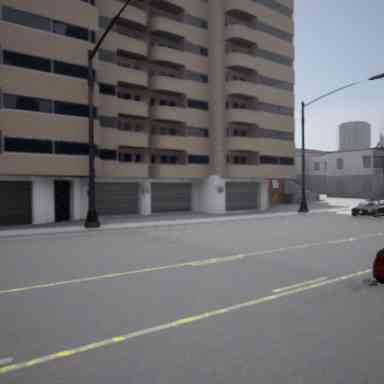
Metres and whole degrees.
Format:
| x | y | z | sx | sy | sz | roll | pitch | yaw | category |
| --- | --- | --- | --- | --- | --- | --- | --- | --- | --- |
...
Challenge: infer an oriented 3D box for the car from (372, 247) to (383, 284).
| x | y | z | sx | sy | sz | roll | pitch | yaw | category |
| --- | --- | --- | --- | --- | --- | --- | --- | --- | --- |
| 6.343 | 1.564 | 8.267 | 4.181 | 1.385 | 1.994 | 0 | 0 | -35 | car |

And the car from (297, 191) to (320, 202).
| x | y | z | sx | sy | sz | roll | pitch | yaw | category |
| --- | --- | --- | --- | --- | --- | --- | --- | --- | --- |
| 16.575 | 0.569 | 47.586 | 3.806 | 1.475 | 1.970 | -3 | 2 | -35 | car |

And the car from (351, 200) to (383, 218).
| x | y | z | sx | sy | sz | roll | pitch | yaw | category |
| --- | --- | --- | --- | --- | --- | --- | --- | --- | --- |
| 15.014 | 1.365 | 27.583 | 4.181 | 1.385 | 1.994 | -2 | 1 | -35 | car |
